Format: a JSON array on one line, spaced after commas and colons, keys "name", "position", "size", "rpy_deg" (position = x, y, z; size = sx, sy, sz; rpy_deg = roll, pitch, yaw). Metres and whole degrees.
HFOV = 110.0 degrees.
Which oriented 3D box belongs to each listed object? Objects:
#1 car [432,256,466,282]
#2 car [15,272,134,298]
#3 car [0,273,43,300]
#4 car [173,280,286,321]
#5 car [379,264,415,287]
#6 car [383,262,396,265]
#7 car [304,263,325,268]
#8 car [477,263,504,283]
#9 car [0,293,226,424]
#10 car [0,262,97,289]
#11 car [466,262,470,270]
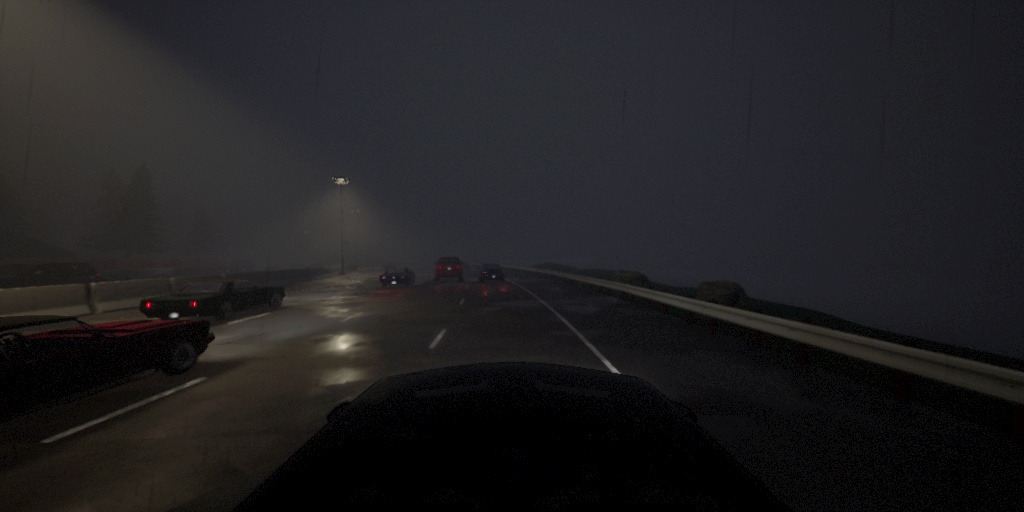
[{"name": "car", "position": [-5.316, 1.060, 30.202], "size": [2.150, 2.045, 5.566], "rpy_deg": [0, 0, -11]}, {"name": "car", "position": [-21.959, 1.675, 18.872], "size": [1.895, 1.301, 4.718], "rpy_deg": [-1, 0, -6]}, {"name": "car", "position": [-29.084, 1.741, 19.456], "size": [1.994, 1.385, 4.181], "rpy_deg": [-1, 0, -6]}, {"name": "car", "position": [-10.397, 1.506, 13.068], "size": [1.895, 1.301, 4.718], "rpy_deg": [-1, 0, -4]}, {"name": "car", "position": [-8.212, 1.479, 26.112], "size": [1.895, 1.301, 4.718], "rpy_deg": [-1, 0, -9]}, {"name": "car", "position": [-20.271, 1.630, 59.384], "size": [1.994, 1.385, 4.181], "rpy_deg": [-1, 0, -21]}, {"name": "car", "position": [-30.171, 1.769, 55.307], "size": [1.994, 1.385, 4.181], "rpy_deg": [-1, 0, -19]}, {"name": "car", "position": [-1.728, 1.312, 28.607], "size": [1.812, 1.442, 4.674], "rpy_deg": [0, 0, -9]}, {"name": "car", "position": [-6.652, 1.448, 4.777], "size": [1.895, 1.301, 4.718], "rpy_deg": [-1, 0, -1]}, {"name": "car", "position": [-25.518, 1.348, 19.121], "size": [2.150, 2.045, 5.566], "rpy_deg": [-1, 0, -6]}, {"name": "car", "position": [-7.691, 1.447, 54.772], "size": [1.994, 1.385, 4.181], "rpy_deg": [-1, 0, -18]}]
